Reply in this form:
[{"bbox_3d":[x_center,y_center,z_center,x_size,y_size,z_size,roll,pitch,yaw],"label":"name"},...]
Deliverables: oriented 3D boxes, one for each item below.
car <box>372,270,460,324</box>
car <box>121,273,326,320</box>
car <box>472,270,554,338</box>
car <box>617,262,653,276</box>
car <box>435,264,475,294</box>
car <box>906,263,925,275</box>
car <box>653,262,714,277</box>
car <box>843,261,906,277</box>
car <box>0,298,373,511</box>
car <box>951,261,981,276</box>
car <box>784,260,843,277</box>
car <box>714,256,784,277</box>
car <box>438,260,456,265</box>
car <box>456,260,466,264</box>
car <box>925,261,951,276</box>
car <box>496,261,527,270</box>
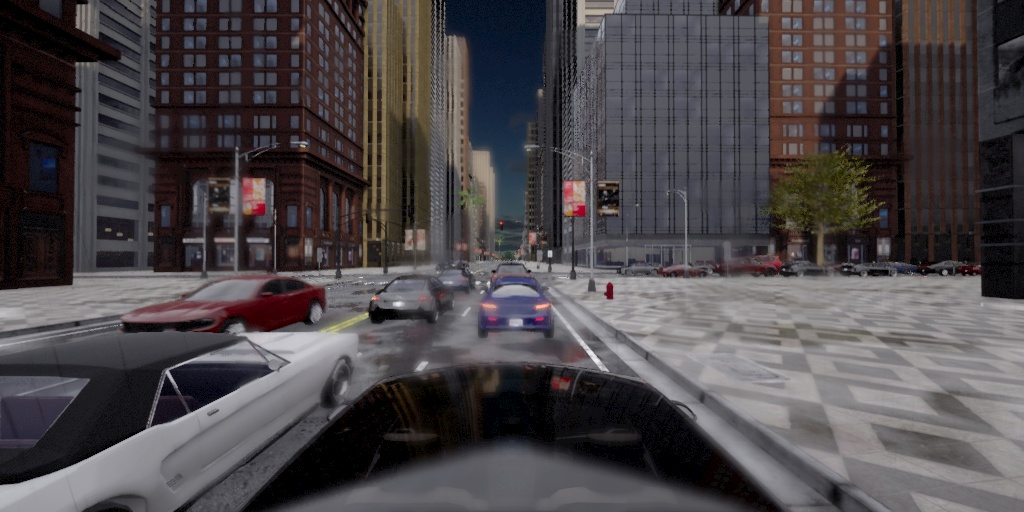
[{"bbox_3d":[-3.166,1.323,12.051,1.994,1.385,4.181,0,0,0],"label":"car"},{"bbox_3d":[-6.623,1.231,8.974,1.882,1.535,5.008,0,0,0],"label":"car"},{"bbox_3d":[0.093,1.281,10.062,1.812,1.442,4.674,0,0,0],"label":"car"},{"bbox_3d":[13.233,1.373,37.842,4.181,1.385,1.994,0,-1,-1],"label":"car"},{"bbox_3d":[-3.177,1.347,20.439,1.994,1.385,4.181,0,0,0],"label":"car"},{"bbox_3d":[39.937,1.279,38.259,5.357,1.411,2.033,0,-1,-1],"label":"car"},{"bbox_3d":[15.273,1.317,32.099,4.207,1.307,1.802,0,0,-1],"label":"car"},{"bbox_3d":[32.186,1.249,32.386,4.313,1.339,1.948,0,0,-1],"label":"car"},{"bbox_3d":[-3.156,1.351,3.229,1.895,1.301,4.718,0,0,0],"label":"car"},{"bbox_3d":[43.462,1.203,32.577,4.507,1.381,1.888,0,0,-1],"label":"car"},{"bbox_3d":[26.549,1.265,32.290,4.313,1.339,1.948,0,0,-1],"label":"car"},{"bbox_3d":[20.912,1.030,32.195,5.009,1.841,2.192,0,0,-1],"label":"car"},{"bbox_3d":[-9.914,1.528,52.783,1.994,1.385,4.181,0,0,0],"label":"car"},{"bbox_3d":[-9.905,1.526,63.069,2.128,1.511,4.902,0,0,0],"label":"car"},{"bbox_3d":[42.752,1.194,35.191,4.892,1.490,1.837,0,-1,-1],"label":"car"},{"bbox_3d":[-0.025,1.130,19.048,2.097,1.767,4.553,0,0,0],"label":"car"}]
